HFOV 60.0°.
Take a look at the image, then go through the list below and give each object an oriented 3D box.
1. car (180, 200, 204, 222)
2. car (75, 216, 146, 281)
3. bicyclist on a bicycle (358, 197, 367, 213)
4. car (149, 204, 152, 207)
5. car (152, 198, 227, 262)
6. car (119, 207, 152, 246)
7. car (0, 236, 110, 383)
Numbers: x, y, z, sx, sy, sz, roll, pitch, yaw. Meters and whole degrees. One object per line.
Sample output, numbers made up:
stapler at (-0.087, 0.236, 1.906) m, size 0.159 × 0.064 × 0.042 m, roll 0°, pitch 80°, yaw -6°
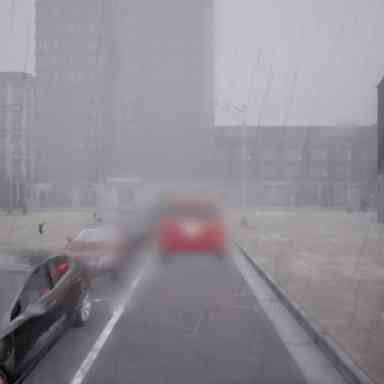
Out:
car at (-0.002, 1.516, 27.808) m, size 1.882 × 1.535 × 5.008 m, roll 0°, pitch 0°, yaw 0°
car at (-2.640, 1.595, 9.814) m, size 1.802 × 1.307 × 4.206 m, roll 0°, pitch 0°, yaw 0°
bicyclist on a bicycle at (17.354, 1.320, 33.857) m, size 0.582 × 1.620 × 1.656 m, roll 0°, pitch 0°, yaw 0°
car at (-2.643, 1.602, 26.170) m, size 1.947 × 1.339 × 4.313 m, roll 0°, pitch 0°, yaw 0°
car at (0.028, 1.240, 12.393) m, size 2.150 × 2.045 × 5.566 m, roll 0°, pitch 0°, yaw 0°
car at (-2.641, 1.587, 15.266) m, size 1.947 × 1.339 × 4.313 m, roll 0°, pitch 0°, yaw 0°
car at (-2.639, 1.572, 4.362) m, size 1.947 × 1.339 × 4.313 m, roll 0°, pitch 0°, yaw 0°
